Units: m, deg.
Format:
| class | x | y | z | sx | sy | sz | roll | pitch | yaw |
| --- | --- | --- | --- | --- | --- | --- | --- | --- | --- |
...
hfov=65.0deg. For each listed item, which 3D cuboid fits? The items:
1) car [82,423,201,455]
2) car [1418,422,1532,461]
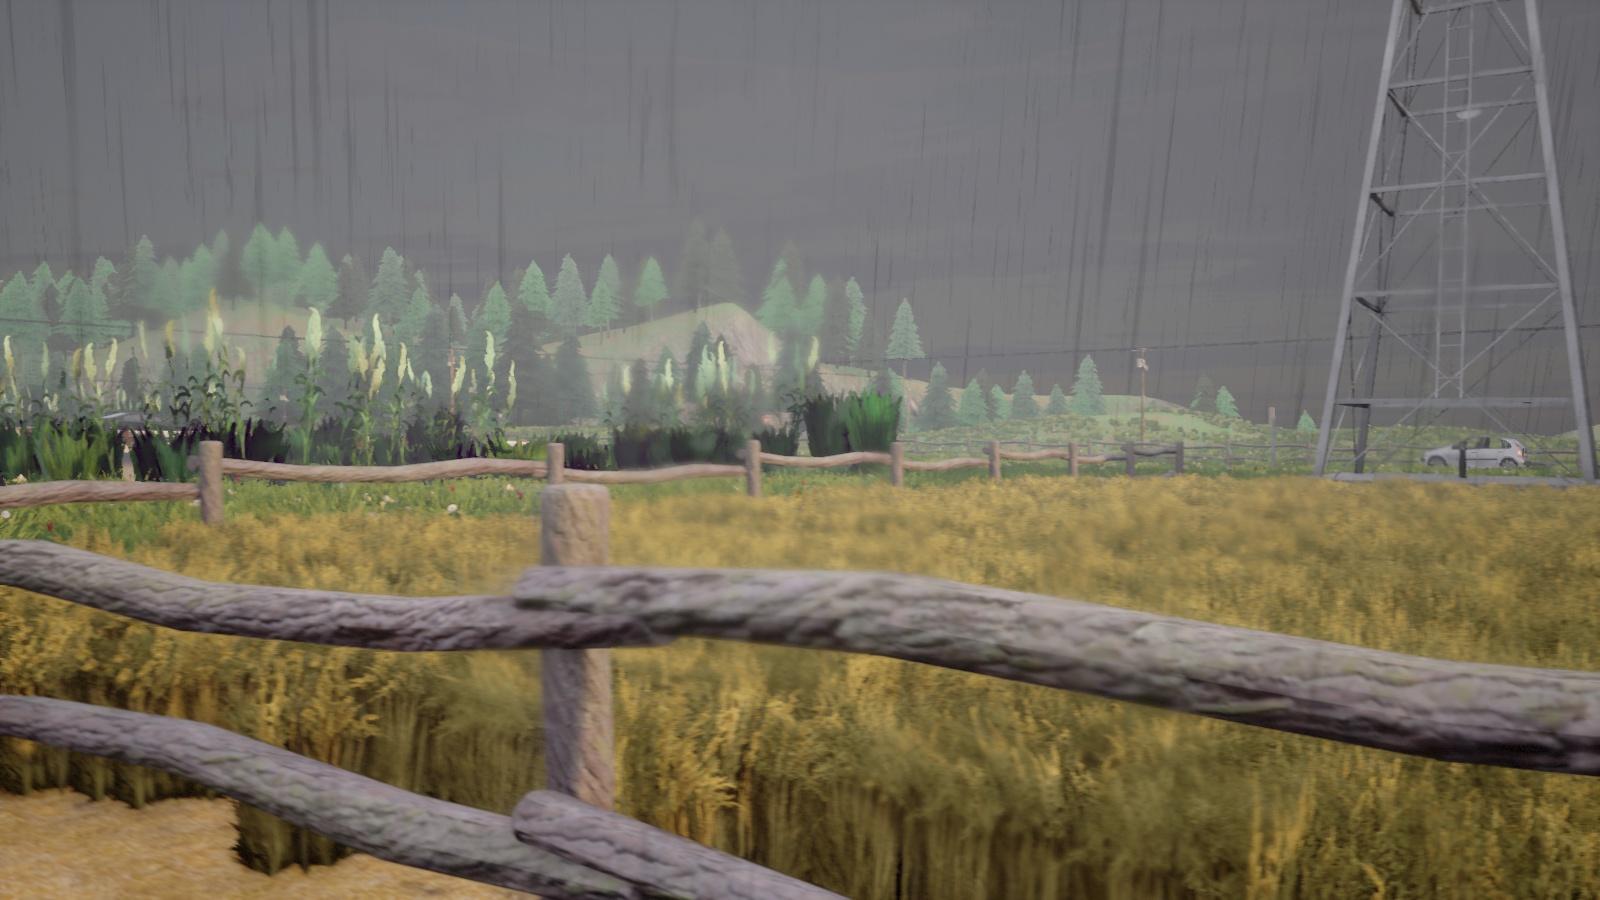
| class | x | y | z | sx | sy | sz | roll | pitch | yaw |
| --- | --- | --- | --- | --- | --- | --- | --- | --- | --- |
| car | -33.358 | -0.564 | 63.763 | 1.882 | 1.535 | 5.008 | 0 | 0 | 41 |
| car | 28.649 | -0.358 | 53.322 | 3.988 | 1.617 | 1.851 | 0 | 1 | 39 |
